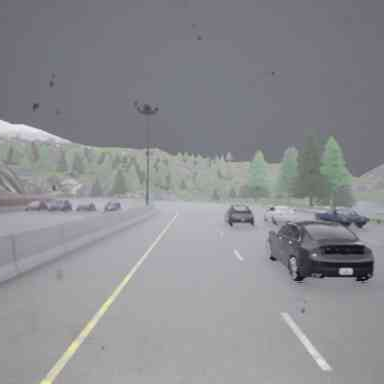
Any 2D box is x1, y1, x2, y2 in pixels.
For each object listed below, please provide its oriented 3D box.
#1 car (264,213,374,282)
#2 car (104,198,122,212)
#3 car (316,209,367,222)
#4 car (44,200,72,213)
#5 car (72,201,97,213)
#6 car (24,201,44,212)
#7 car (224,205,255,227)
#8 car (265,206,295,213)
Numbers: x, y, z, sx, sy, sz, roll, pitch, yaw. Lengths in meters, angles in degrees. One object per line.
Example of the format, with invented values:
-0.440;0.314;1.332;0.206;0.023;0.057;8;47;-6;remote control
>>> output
3.566;1.614;10.088;1.837;1.490;4.892;0;-1;0;car
-10.960;1.987;46.285;2.128;1.511;4.902;0;0;-3;car
10.558;1.860;23.993;1.895;1.301;4.718;0;-1;0;car
-17.924;1.839;45.376;2.097;1.767;4.553;0;-1;-3;car
-14.411;2.014;45.479;1.812;1.442;4.674;0;0;-3;car
-21.449;2.019;46.037;1.812;1.442;4.674;0;-1;-4;car
3.566;1.768;25.516;2.128;1.511;4.902;0;0;0;car
7.070;1.814;26.728;1.812;1.442;4.674;0;0;0;car
